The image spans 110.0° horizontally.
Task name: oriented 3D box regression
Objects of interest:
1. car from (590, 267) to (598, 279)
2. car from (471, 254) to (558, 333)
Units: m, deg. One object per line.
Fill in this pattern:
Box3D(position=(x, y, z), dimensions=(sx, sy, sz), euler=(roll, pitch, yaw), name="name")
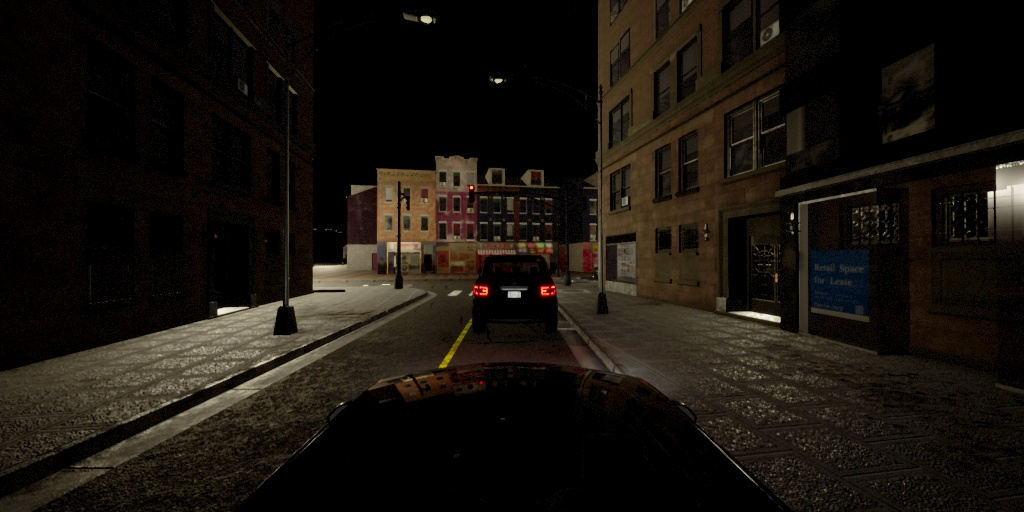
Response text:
Box3D(position=(8.882, 1.093, 29.870), dimensions=(4.553, 1.767, 2.097), euler=(0, 0, -10), name="car")
Box3D(position=(0.095, 0.974, 10.862), dimensions=(2.150, 2.045, 5.566), euler=(0, 0, 1), name="car")
